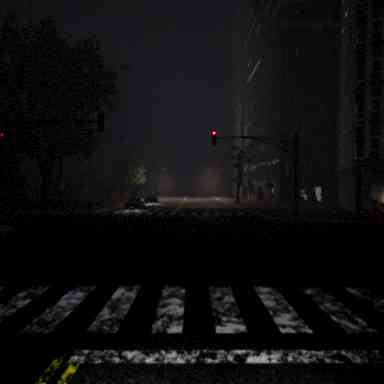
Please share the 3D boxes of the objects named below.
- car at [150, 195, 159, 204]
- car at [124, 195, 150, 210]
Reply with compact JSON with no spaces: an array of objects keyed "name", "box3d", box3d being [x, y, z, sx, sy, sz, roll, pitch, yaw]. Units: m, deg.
[{"name":"car","box3d":[-6.528,1.186,54.301,1.994,1.385,4.181,0,1,0]},{"name":"car","box3d":[-6.523,1.270,38.579,2.033,1.411,5.357,0,1,0]}]
